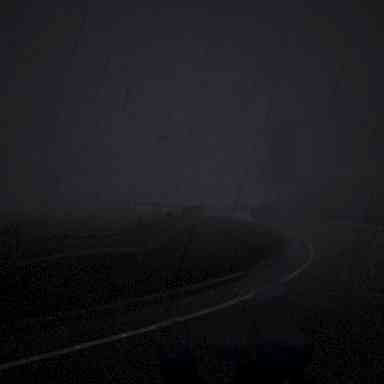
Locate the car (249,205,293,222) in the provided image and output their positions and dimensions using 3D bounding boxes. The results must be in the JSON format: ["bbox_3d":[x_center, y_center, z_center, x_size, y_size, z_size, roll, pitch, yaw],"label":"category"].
[{"bbox_3d":[6.640,1.806,28.691,1.895,1.301,4.718,1,0,-14],"label":"car"}]
